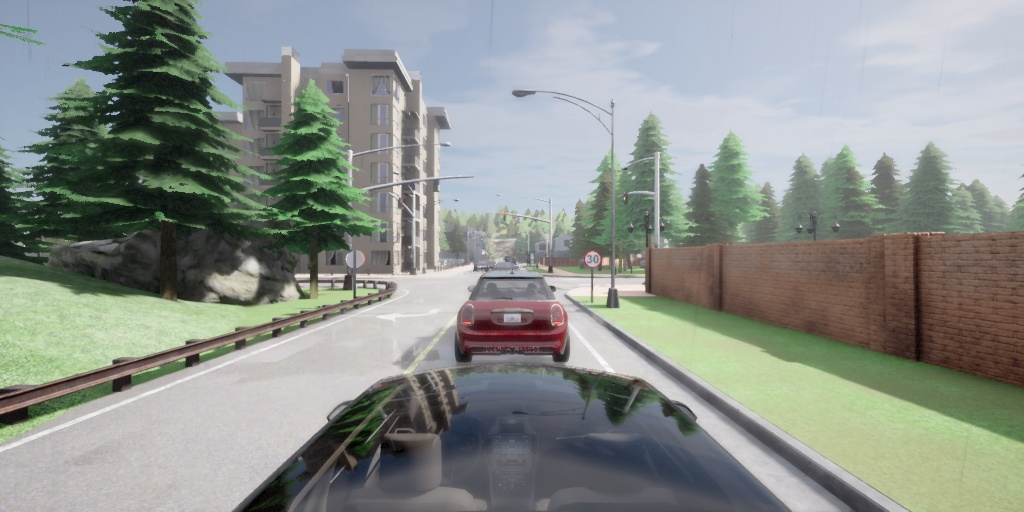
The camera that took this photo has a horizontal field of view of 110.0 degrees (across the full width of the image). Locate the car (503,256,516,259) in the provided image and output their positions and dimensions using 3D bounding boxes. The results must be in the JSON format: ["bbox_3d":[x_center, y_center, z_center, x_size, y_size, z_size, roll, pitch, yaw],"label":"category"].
[{"bbox_3d":[-0.438,0.971,64.596,2.150,2.045,5.566,0,0,0],"label":"car"}]

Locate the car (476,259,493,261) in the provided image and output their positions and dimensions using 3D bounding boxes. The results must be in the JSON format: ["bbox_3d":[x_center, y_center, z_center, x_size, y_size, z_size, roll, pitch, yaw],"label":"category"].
[{"bbox_3d":[-3.982,1.241,46.675,2.128,1.511,4.902,0,0,-1],"label":"car"}]

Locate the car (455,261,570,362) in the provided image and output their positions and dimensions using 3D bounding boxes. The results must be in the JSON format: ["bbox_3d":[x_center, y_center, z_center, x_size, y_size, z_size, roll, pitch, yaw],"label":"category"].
[{"bbox_3d":[0.005,1.102,8.354,2.097,1.767,4.553,0,0,0],"label":"car"}]

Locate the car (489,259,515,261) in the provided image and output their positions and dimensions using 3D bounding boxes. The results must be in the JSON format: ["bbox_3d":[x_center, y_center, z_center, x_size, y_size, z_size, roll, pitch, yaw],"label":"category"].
[{"bbox_3d":[-0.497,1.297,33.483,2.033,1.411,5.357,0,0,11],"label":"car"}]

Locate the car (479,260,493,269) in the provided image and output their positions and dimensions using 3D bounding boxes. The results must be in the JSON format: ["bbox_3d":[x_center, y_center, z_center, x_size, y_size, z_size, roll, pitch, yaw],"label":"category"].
[{"bbox_3d":[-4.058,1.314,56.529,1.994,1.385,4.181,0,0,0],"label":"car"}]
